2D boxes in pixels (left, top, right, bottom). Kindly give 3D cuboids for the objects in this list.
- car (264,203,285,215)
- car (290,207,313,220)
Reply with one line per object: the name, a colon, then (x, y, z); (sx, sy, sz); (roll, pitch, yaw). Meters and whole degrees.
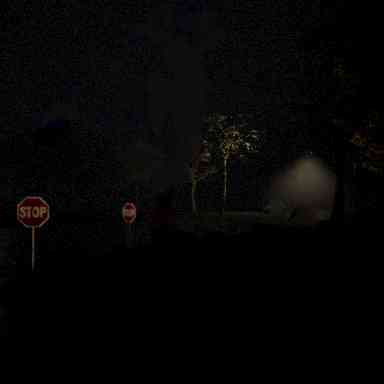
car: (14.490, 3.005, 58.072); (2.150, 2.045, 5.566); (1, -1, 36)
car: (15.872, 3.014, 48.048); (2.097, 1.767, 4.553); (1, -1, 35)
